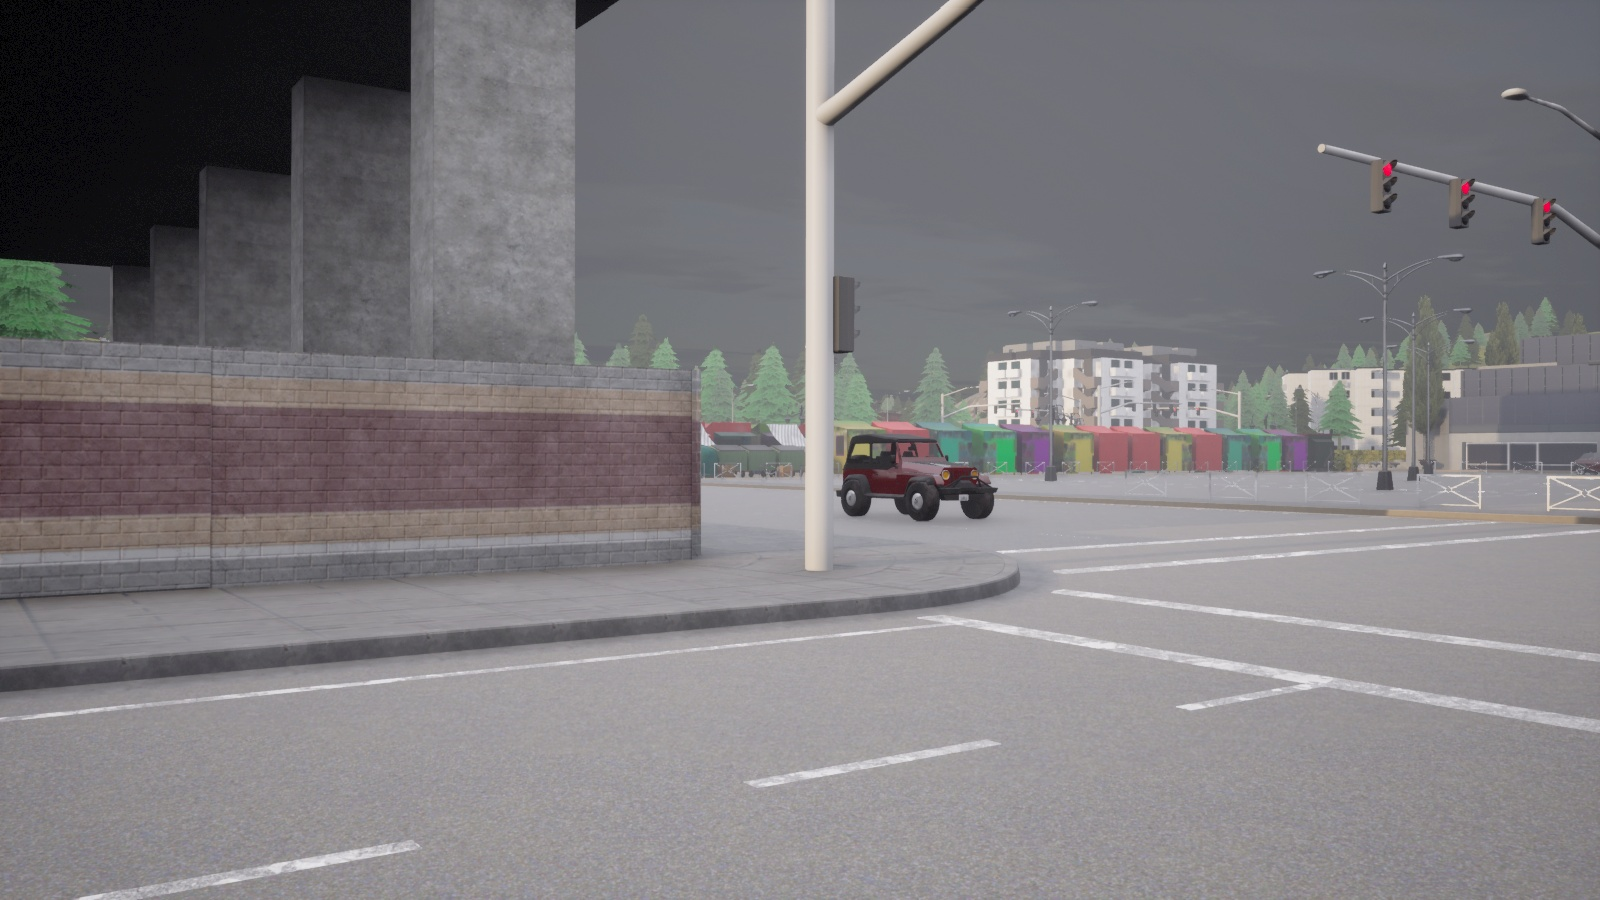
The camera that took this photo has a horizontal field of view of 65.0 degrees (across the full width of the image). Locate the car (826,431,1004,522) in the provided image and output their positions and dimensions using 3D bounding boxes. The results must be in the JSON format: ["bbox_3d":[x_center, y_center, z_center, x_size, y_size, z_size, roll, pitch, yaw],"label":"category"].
[{"bbox_3d":[2.491,0.549,28.043,1.905,1.878,3.866,0,0,-35],"label":"car"}]
